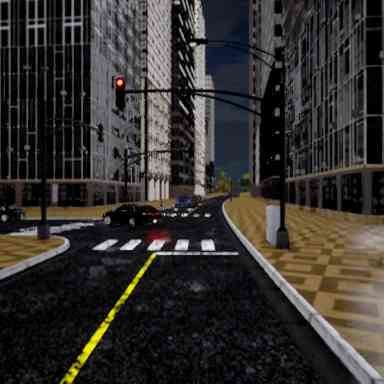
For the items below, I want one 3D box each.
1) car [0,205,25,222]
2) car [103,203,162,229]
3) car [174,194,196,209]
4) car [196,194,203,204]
[{"bbox_3d":[-16.493,1.792,28.349,4.403,1.369,2.008,-1,1,10],"label":"car"},{"bbox_3d":[-3.966,1.517,21.705,4.892,1.490,1.837,-1,-2,45],"label":"car"},{"bbox_3d":[-1.019,1.222,43.894,2.097,1.767,4.553,0,0,5],"label":"car"},{"bbox_3d":[0.669,1.158,59.590,2.097,1.767,4.553,0,0,7],"label":"car"}]
